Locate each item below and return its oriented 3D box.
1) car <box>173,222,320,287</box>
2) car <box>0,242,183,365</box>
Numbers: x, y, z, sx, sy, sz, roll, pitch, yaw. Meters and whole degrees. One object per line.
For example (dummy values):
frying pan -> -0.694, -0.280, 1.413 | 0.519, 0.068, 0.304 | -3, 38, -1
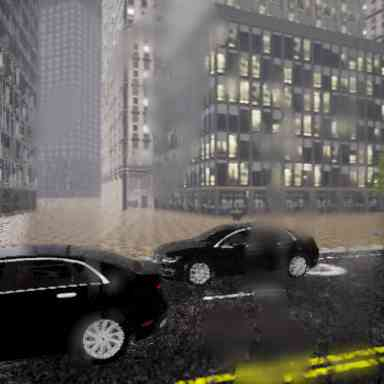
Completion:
car -> 1.314, 1.659, 9.589 | 4.892, 1.490, 1.837 | 0, -1, -18
car -> -2.779, 1.578, 4.892 | 4.892, 1.490, 1.837 | 0, -1, -17
